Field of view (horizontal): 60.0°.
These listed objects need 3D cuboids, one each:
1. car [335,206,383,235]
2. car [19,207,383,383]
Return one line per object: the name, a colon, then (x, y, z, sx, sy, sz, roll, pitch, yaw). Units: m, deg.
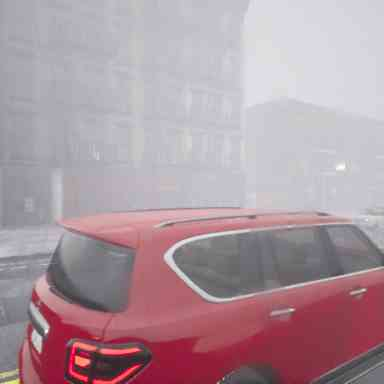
car: (10.410, 1.548, 19.084, 4.718, 1.301, 1.895, 0, 0, -35)
car: (0.980, 1.213, 4.136, 5.566, 2.045, 2.150, 0, 0, -35)
